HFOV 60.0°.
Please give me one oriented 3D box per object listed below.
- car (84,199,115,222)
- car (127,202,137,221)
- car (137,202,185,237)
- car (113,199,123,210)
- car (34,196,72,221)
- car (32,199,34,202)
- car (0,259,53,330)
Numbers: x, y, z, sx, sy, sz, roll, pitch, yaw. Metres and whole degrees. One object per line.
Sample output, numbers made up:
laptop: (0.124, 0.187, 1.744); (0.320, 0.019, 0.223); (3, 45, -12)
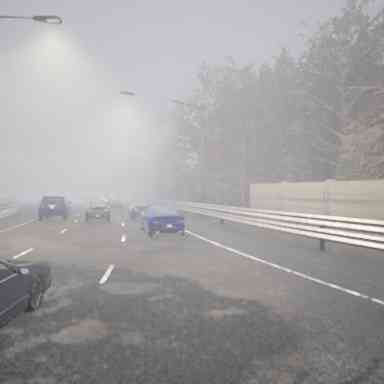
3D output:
car: (-7.656, 1.576, 27.022); (2.128, 1.511, 4.902); (0, 0, -16)
car: (-4.438, 1.580, 28.433); (2.128, 1.511, 4.902); (0, 0, -16)
car: (-1.762, 1.536, 18.775); (1.882, 1.535, 5.008); (0, 0, -15)
car: (-10.769, 1.690, 45.338); (2.033, 1.411, 5.357); (0, 0, -25)
car: (-11.681, 1.312, 28.534); (2.150, 2.045, 5.566); (0, 0, -16)
car: (-37.290, 1.856, 81.405); (4.718, 1.301, 1.895); (0, 0, 41)
car: (-3.718, 1.562, 4.606); (2.033, 1.411, 5.357); (0, 0, -4)
